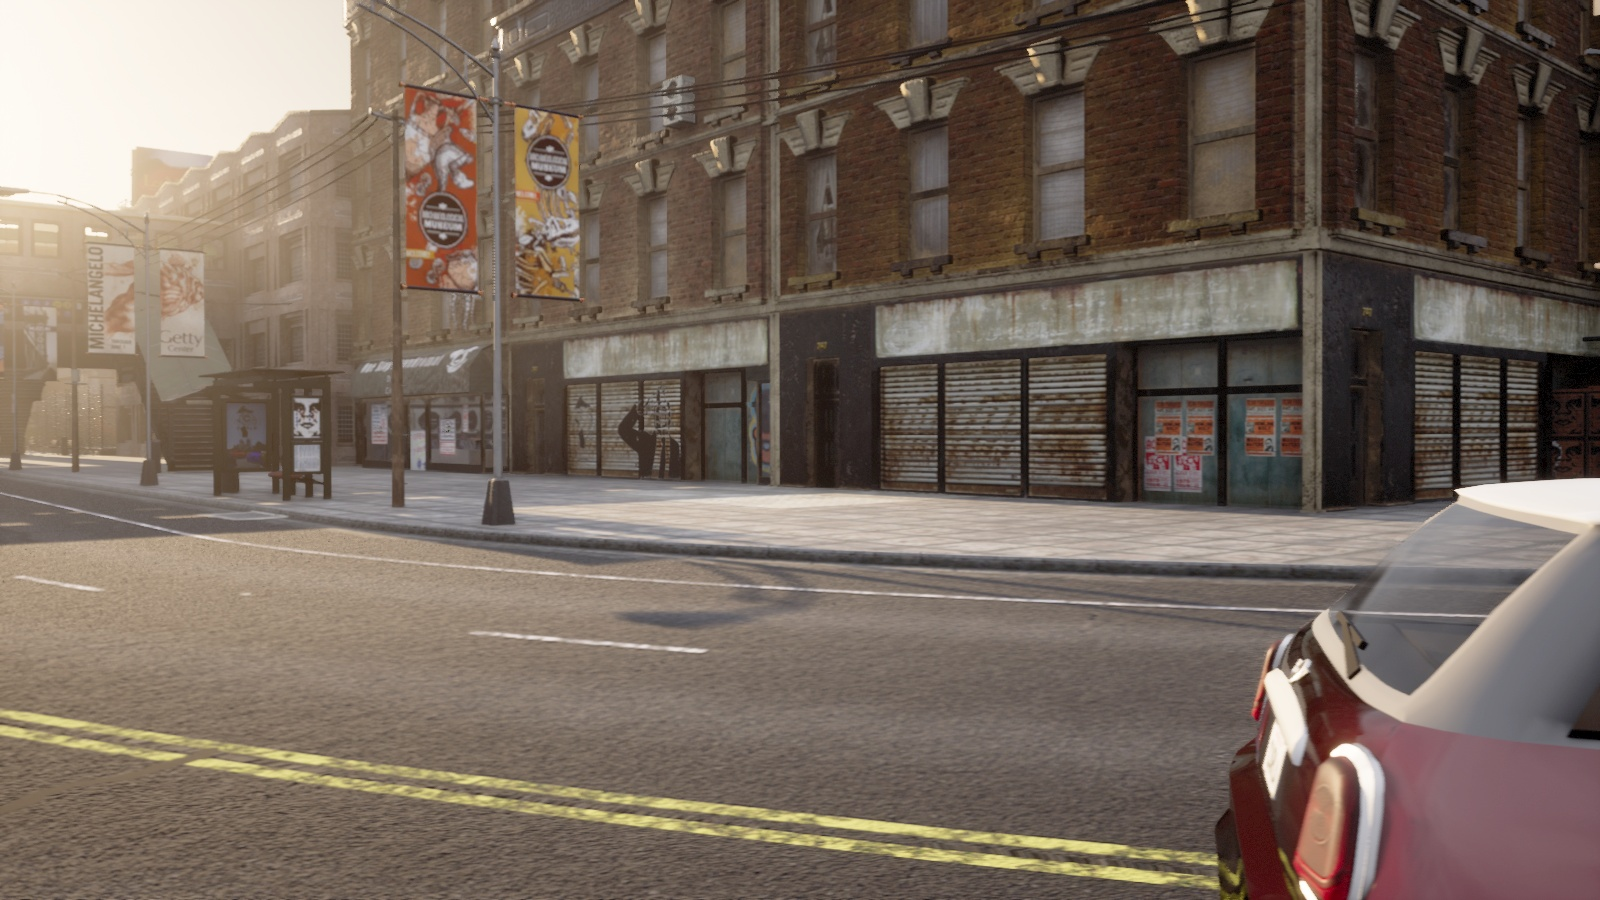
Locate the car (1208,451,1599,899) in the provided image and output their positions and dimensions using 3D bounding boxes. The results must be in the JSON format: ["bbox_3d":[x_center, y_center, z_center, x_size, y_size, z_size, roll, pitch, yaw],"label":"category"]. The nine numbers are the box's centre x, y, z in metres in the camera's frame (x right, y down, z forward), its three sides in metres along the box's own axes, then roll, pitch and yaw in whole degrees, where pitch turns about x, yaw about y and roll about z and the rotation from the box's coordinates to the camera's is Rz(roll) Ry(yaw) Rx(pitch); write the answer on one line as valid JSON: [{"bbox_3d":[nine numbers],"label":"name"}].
[{"bbox_3d":[2.798,0.769,2.356,3.806,1.475,1.970,0,1,16],"label":"car"}]
